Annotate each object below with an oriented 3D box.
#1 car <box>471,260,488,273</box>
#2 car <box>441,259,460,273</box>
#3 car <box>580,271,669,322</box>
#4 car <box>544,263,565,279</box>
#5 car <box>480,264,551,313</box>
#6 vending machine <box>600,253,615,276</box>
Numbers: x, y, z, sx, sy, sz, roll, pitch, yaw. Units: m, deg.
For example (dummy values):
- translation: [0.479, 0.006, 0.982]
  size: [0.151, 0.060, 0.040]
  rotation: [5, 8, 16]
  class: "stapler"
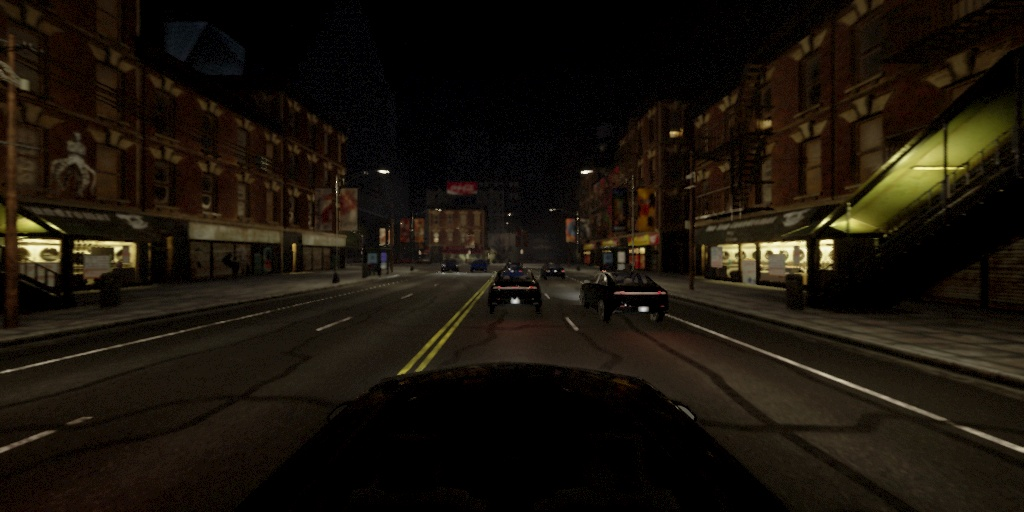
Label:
- translation: [-3.963, 1.235, 43.548]
  size: [1.882, 1.535, 5.008]
  rotation: [0, 0, -6]
  class: "car"
- translation: [-7.574, 1.109, 44.274]
  size: [2.097, 1.767, 4.553]
  rotation: [0, 0, -9]
  class: "car"
- translation: [3.605, 1.243, 12.251]
  size: [2.128, 1.511, 4.902]
  rotation: [0, 0, 0]
  class: "car"
- translation: [3.613, 1.302, 32.249]
  size: [2.033, 1.411, 5.357]
  rotation: [0, 0, 0]
  class: "car"
- translation: [0.106, 1.244, 13.935]
  size: [2.128, 1.511, 4.902]
  rotation: [0, 0, 0]
  class: "car"
- translation: [10.892, 0.951, 41.324]
  size: [1.100, 2.100, 0.880]
  rotation: [0, 0, -1]
  class: "vending machine"
